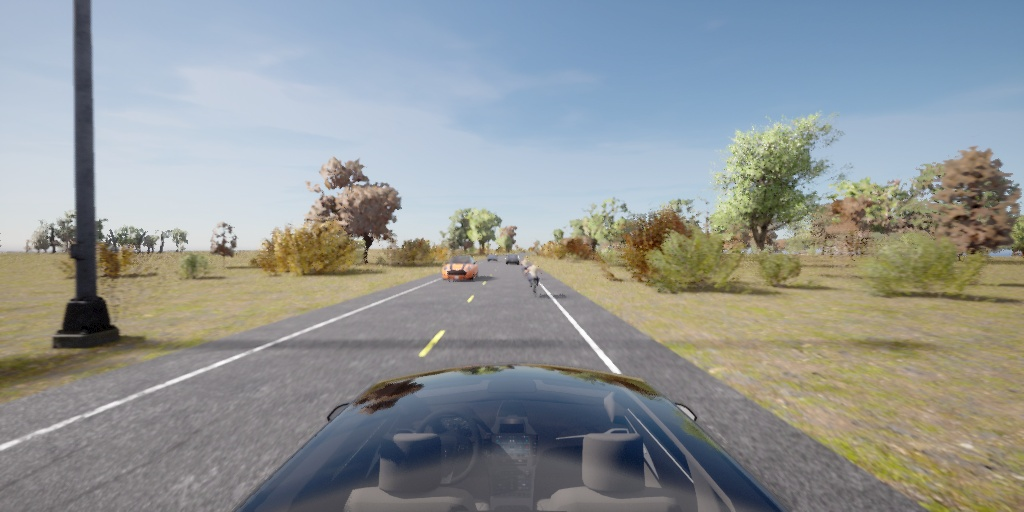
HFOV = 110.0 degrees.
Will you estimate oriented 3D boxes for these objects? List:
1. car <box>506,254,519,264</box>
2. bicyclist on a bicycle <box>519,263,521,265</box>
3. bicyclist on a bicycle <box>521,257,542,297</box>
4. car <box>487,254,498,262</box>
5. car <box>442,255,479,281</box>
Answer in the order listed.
[{"bbox_3d":[0.077,0.555,55.417,1.994,1.385,4.181,0,1,0],"label":"car"},{"bbox_3d":[0.945,0.856,26.001,0.866,1.612,1.509,0,1,0],"label":"bicyclist on a bicycle"},{"bbox_3d":[0.973,0.994,16.122,0.866,1.612,1.509,0,1,0],"label":"bicyclist on a bicycle"},{"bbox_3d":[-3.506,0.380,64.976,2.033,1.411,5.357,0,1,0],"label":"car"},{"bbox_3d":[-3.576,0.778,25.440,2.097,1.767,4.553,0,1,0],"label":"car"}]
